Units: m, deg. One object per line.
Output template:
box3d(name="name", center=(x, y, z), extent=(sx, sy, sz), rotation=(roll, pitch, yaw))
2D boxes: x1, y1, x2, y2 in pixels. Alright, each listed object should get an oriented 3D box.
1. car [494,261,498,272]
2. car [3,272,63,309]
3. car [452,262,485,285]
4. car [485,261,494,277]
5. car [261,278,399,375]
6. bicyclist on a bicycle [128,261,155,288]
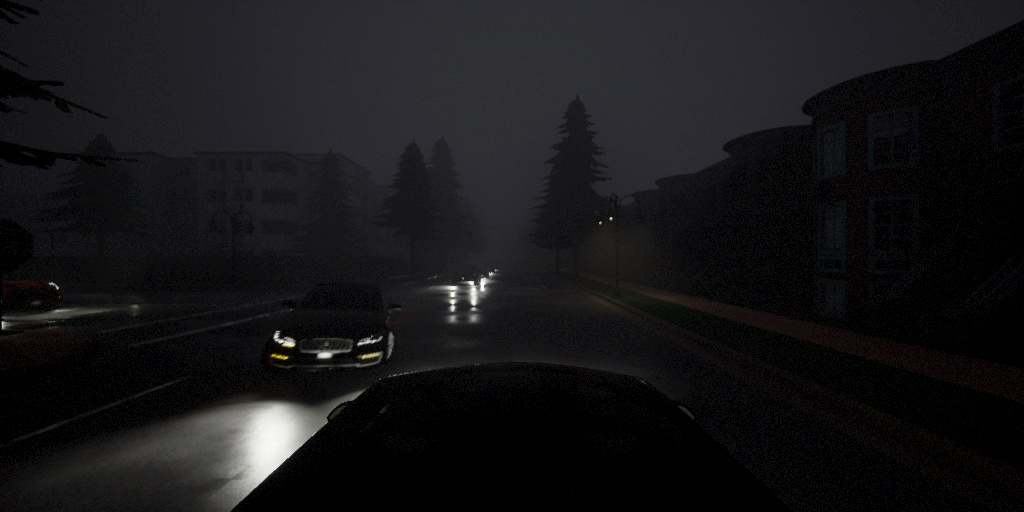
box3d(name="car", center=(-3.317, 1.497, 47.310), extent=(1.994, 1.385, 4.181), rotation=(0, 0, 1))
box3d(name="car", center=(-20.002, 1.173, 13.416), extent=(4.553, 1.767, 2.097), rotation=(0, 0, 1))
box3d(name="car", center=(-3.441, 1.360, 27.781), extent=(1.837, 1.490, 4.892), rotation=(0, 0, 0))
box3d(name="car", center=(-3.386, 1.384, 37.288), extent=(2.128, 1.511, 4.902), rotation=(0, 0, 0))
box3d(name="car", center=(-3.559, 1.282, 7.818), extent=(1.837, 1.490, 4.892), rotation=(4, -1, -17))
box3d(name="bicyclist on a bicycle", center=(-23.146, 1.159, 22.428), extent=(0.582, 1.620, 1.656), rotation=(0, 0, 1))
